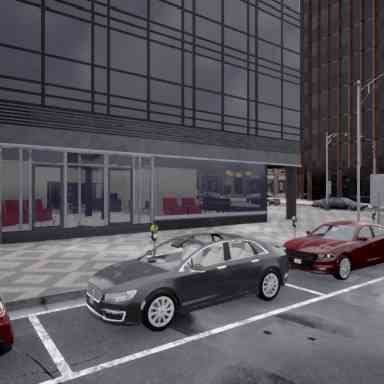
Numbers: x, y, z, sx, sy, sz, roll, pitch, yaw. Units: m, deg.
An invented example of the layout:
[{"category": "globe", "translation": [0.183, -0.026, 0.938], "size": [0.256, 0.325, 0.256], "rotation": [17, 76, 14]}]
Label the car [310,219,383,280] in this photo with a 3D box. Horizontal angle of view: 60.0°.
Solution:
[{"category": "car", "translation": [4.564, 1.545, 9.912], "size": [4.507, 1.381, 1.887], "rotation": [0, 0, -36]}]

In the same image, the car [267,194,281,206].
[{"category": "car", "translation": [9.002, 0.961, 42.155], "size": [1.837, 1.490, 4.892], "rotation": [0, 1, -36]}]

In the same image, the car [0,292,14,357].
[{"category": "car", "translation": [-4.318, 1.440, 3.570], "size": [4.097, 1.590, 1.967], "rotation": [0, 0, -36]}]

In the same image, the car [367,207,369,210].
[{"category": "car", "translation": [9.005, 1.441, 13.084], "size": [4.097, 1.590, 1.967], "rotation": [0, 0, -36]}]

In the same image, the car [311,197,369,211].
[{"category": "car", "translation": [14.933, 1.203, 33.792], "size": [2.033, 1.411, 5.357], "rotation": [0, 1, -41]}]

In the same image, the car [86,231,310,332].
[{"category": "car", "translation": [0.123, 1.551, 6.741], "size": [4.403, 1.369, 2.008], "rotation": [0, 0, -36]}]
